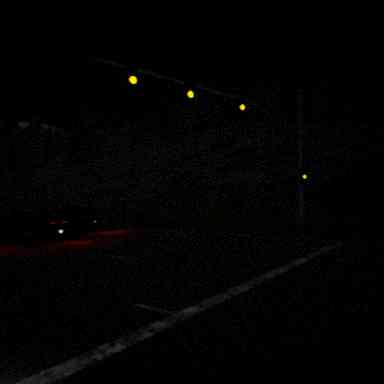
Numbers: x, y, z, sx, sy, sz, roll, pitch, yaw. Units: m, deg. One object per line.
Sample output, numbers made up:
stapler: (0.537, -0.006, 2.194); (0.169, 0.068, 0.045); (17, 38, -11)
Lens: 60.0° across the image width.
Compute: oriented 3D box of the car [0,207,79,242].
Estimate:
car: (-8.454, 1.661, 17.283); (4.892, 1.490, 1.837); (0, 0, 29)

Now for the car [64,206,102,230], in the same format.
car: (-7.956, 1.639, 20.994); (5.008, 1.535, 1.882); (0, 0, 28)
